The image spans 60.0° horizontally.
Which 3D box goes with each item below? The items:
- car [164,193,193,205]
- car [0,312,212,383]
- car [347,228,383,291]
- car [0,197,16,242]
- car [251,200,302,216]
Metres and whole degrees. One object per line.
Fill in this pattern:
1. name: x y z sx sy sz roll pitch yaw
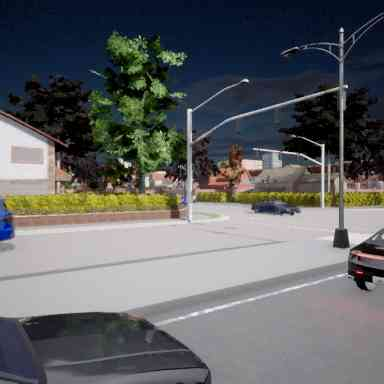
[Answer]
1. car: -2.152 1.106 46.720 2.150 2.045 5.566 0 0 -36
2. car: -2.361 1.543 2.060 5.357 1.411 2.033 0 0 -36
3. car: 5.573 1.474 7.720 4.902 1.511 2.128 0 0 -35
4. car: -9.232 1.191 11.521 5.566 2.045 2.150 0 0 -35
5. car: 7.889 1.469 31.908 2.033 1.411 5.357 0 0 -29
